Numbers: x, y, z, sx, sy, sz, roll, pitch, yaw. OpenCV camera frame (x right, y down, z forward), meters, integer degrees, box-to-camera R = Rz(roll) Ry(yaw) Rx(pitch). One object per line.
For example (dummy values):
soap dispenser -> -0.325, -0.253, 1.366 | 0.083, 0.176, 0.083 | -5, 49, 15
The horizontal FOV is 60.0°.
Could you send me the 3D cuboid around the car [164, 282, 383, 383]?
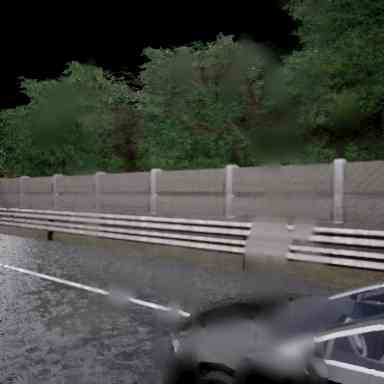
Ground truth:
car -> 1.970, 1.493, 2.596 | 4.902, 1.511, 2.128 | 0, 0, 36
